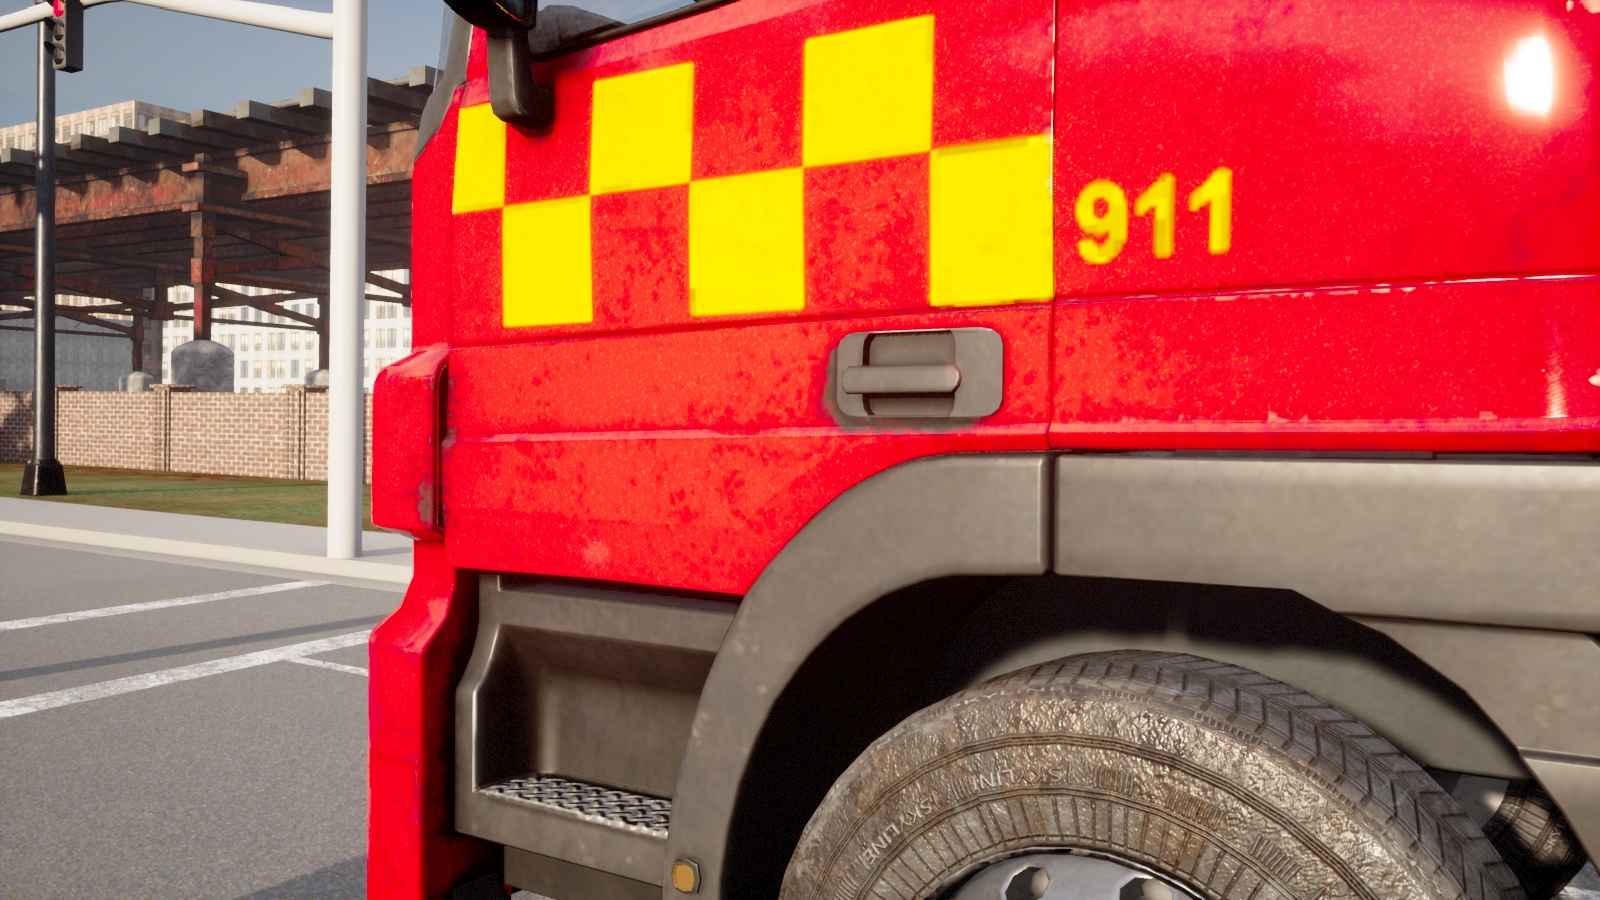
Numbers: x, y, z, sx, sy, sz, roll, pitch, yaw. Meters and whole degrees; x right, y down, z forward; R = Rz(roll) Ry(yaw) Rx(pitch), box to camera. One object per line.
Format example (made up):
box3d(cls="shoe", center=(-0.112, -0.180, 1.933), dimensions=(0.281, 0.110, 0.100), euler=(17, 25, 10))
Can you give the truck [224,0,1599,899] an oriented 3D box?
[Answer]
box3d(cls="truck", center=(3.107, -0.482, 1.535), dimensions=(8.468, 3.827, 2.891), euler=(0, 1, 34))
